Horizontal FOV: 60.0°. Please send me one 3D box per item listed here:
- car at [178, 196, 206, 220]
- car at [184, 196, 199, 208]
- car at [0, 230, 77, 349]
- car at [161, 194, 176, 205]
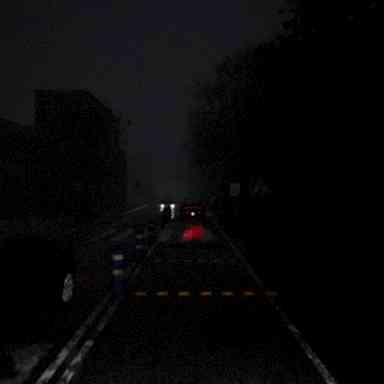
[{"bbox_3d":[0.039,1.272,25.672,1.837,1.490,4.892,0,0,0],"label":"car"},{"bbox_3d":[-0.056,1.195,42.115,1.895,1.301,4.718,0,1,0],"label":"car"},{"bbox_3d":[-3.357,1.451,5.043,1.882,1.535,5.008,0,0,0],"label":"car"},{"bbox_3d":[-3.536,1.054,49.094,1.812,1.442,4.674,0,1,0],"label":"car"}]
